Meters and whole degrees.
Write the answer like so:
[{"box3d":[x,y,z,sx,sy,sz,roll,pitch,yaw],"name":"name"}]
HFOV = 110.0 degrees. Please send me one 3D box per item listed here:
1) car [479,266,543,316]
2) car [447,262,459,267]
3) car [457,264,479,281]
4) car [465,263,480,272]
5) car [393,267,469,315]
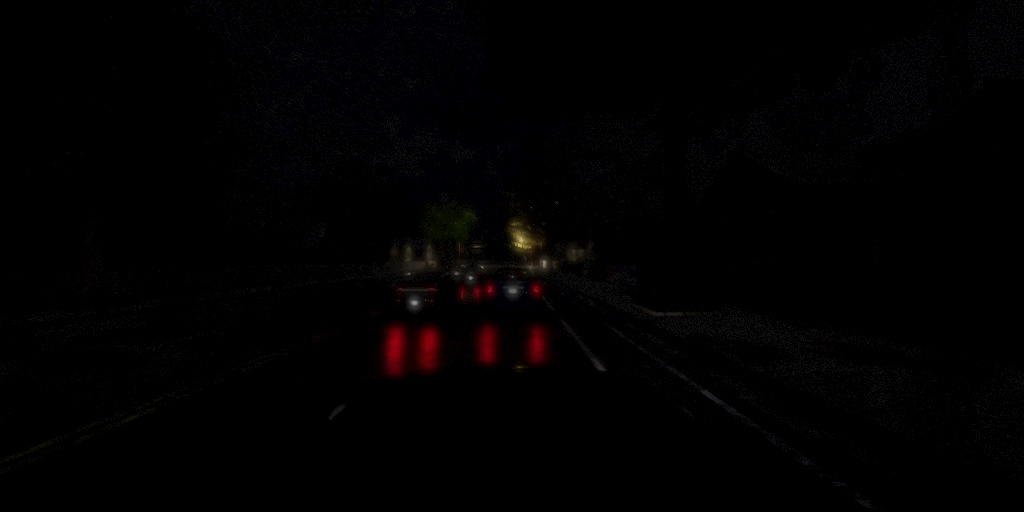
[{"box3d":[0.048,1.220,14.177,2.097,1.767,4.553,0,-1,0],"name":"car"},{"box3d":[-9.786,1.787,60.489,1.882,1.535,5.008,0,0,1],"name":"car"},{"box3d":[-3.194,1.545,30.031,1.812,1.442,4.674,0,0,0],"name":"car"},{"box3d":[-6.544,1.900,59.430,1.895,1.301,4.718,0,-1,1],"name":"car"},{"box3d":[-3.202,1.361,14.263,2.128,1.511,4.902,0,0,1],"name":"car"}]
